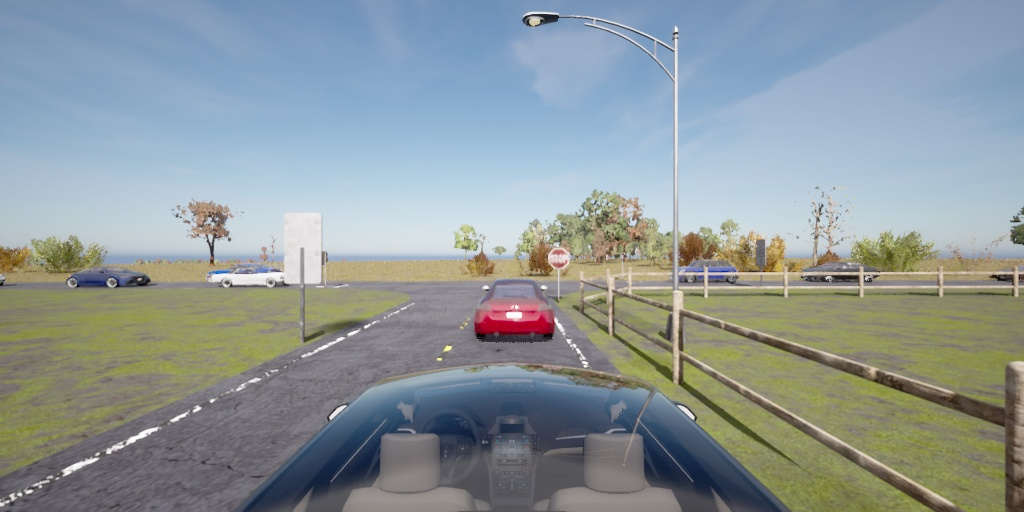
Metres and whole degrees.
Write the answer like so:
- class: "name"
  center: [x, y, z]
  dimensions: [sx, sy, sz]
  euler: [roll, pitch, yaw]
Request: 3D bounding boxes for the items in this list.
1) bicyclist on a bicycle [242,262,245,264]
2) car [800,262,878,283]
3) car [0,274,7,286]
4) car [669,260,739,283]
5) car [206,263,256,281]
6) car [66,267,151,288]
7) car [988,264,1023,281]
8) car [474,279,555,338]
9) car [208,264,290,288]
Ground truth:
- class: "bicyclist on a bicycle"
  center: [-22.565, 1.299, 30.266]
  dimensions: [0.582, 1.620, 1.656]
  euler: [0, 0, 0]
- class: "car"
  center: [24.486, 1.213, 26.959]
  dimensions: [4.902, 1.511, 2.128]
  euler: [0, 0, 0]
- class: "car"
  center: [-37.596, 1.409, 24.390]
  dimensions: [4.674, 1.442, 1.812]
  euler: [0, 0, 0]
- class: "car"
  center: [14.346, 1.095, 27.020]
  dimensions: [4.553, 1.767, 2.097]
  euler: [0, 0, 0]
- class: "car"
  center: [-20.306, 1.312, 27.231]
  dimensions: [5.008, 1.535, 1.882]
  euler: [0, 0, 0]
- class: "car"
  center: [-27.267, 1.416, 24.320]
  dimensions: [4.181, 1.385, 1.994]
  euler: [0, 0, 0]
- class: "car"
  center: [39.426, 1.251, 26.849]
  dimensions: [5.357, 1.411, 2.033]
  euler: [0, 0, 1]
- class: "car"
  center: [0.078, 1.325, 10.206]
  dimensions: [1.994, 1.385, 4.181]
  euler: [0, 0, 1]
- class: "car"
  center: [-17.253, 1.424, 24.260]
  dimensions: [4.718, 1.301, 1.895]
  euler: [0, 0, 0]
